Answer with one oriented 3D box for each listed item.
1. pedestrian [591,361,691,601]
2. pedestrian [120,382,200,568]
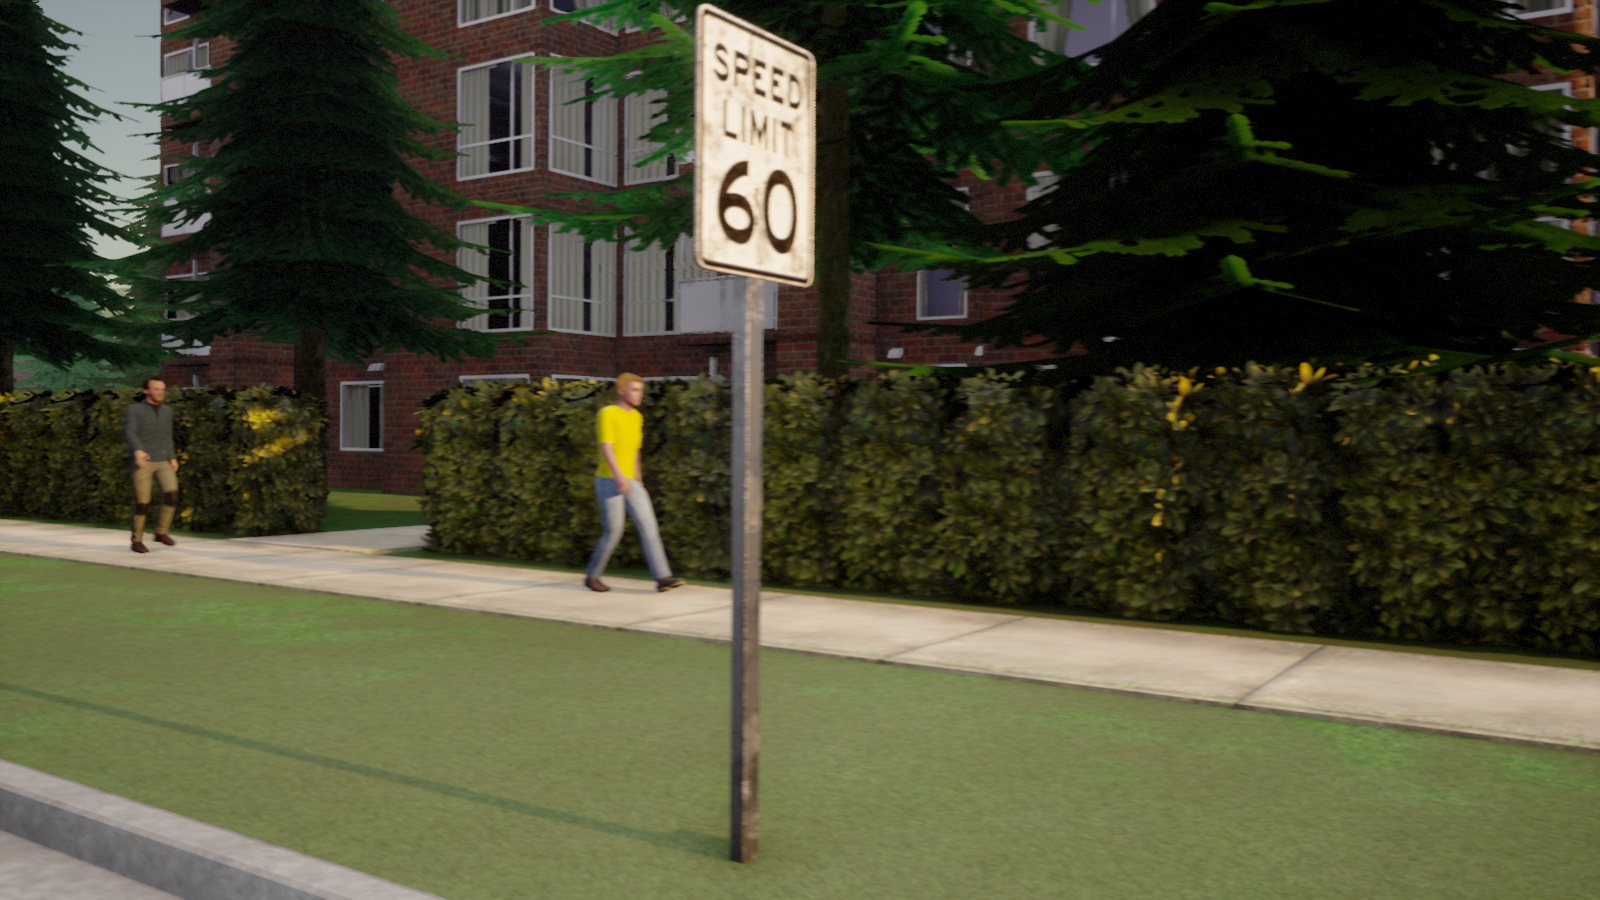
[{"bbox_3d":[-1.261,0.236,9.945,0.706,1.836,0.354,0,1,34],"label":"pedestrian"},{"bbox_3d":[-6.502,0.245,12.751,0.726,1.842,0.402,0,1,34],"label":"pedestrian"}]
